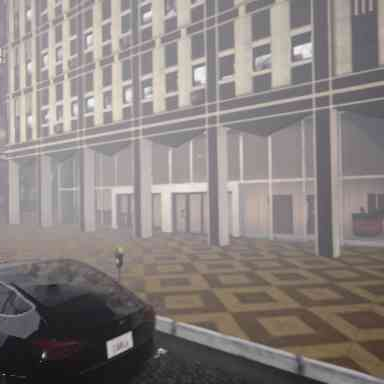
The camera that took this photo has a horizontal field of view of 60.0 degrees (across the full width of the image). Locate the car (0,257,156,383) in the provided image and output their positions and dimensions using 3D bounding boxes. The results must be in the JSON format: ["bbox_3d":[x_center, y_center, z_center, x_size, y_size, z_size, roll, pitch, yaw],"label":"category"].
[{"bbox_3d":[-2.419,1.586,4.574,4.313,1.339,1.947,0,-1,36],"label":"car"}]
